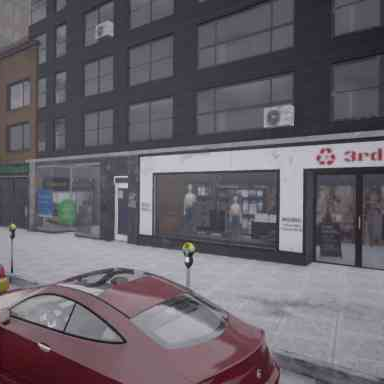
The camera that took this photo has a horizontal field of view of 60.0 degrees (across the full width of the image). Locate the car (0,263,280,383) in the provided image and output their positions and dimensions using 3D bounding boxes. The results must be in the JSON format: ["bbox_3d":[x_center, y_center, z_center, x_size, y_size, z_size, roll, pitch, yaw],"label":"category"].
[{"bbox_3d":[-1.118,1.581,3.866,4.206,1.307,1.802,0,1,35],"label":"car"}]
